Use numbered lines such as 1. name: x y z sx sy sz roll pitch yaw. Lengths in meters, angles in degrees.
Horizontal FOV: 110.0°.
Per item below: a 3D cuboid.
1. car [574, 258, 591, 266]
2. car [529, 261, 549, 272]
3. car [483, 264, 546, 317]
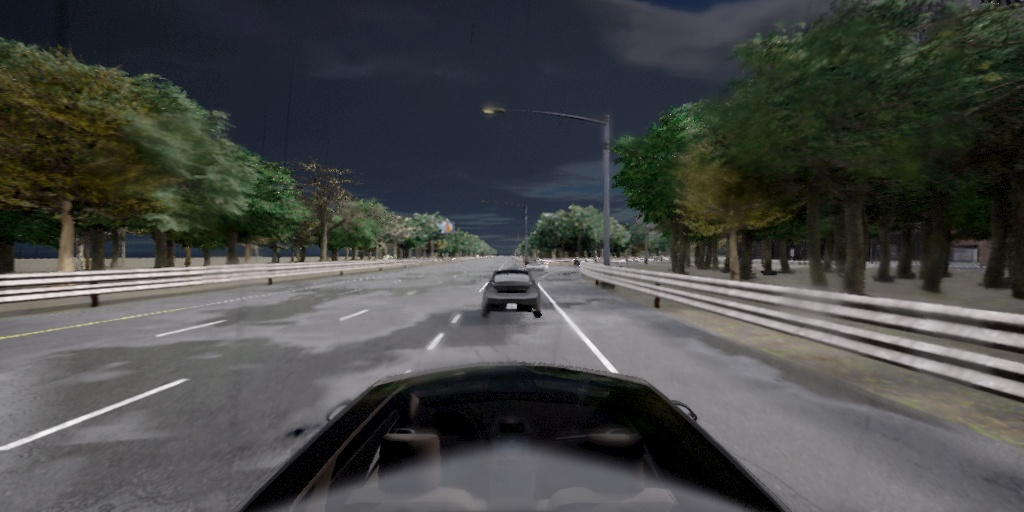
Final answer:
1. car: 12.553 1.038 63.563 1.882 1.535 5.008 0 0 31
2. car: 3.044 1.236 41.648 1.895 1.301 4.718 0 0 15
3. car: 0.000 1.223 12.917 1.837 1.490 4.892 0 0 0
